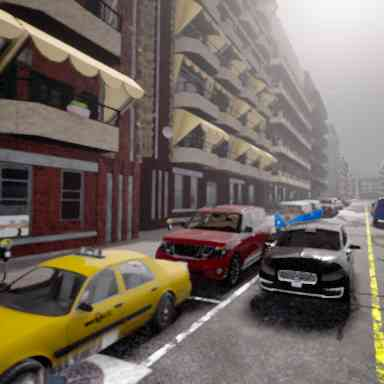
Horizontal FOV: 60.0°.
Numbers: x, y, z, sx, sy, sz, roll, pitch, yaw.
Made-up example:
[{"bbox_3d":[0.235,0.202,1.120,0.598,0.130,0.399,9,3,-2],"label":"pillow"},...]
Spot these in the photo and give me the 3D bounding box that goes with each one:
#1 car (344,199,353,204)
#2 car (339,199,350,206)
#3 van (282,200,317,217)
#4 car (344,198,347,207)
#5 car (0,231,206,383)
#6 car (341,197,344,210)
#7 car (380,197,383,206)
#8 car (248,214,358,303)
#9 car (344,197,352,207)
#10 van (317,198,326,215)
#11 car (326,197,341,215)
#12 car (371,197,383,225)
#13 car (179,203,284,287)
[{"bbox_3d":[39.224,2.380,83.503,1.802,1.307,4.206,1,0,28],"label":"car"},{"bbox_3d":[31.570,2.162,68.782,1.887,1.381,4.507,2,0,28],"label":"car"},{"bbox_3d":[6.061,1.472,19.714,1.690,1.788,3.998,2,0,28],"label":"van"},{"bbox_3d":[21.365,1.968,49.156,1.947,1.339,4.313,2,0,28],"label":"car"},{"bbox_3d":[-1.676,1.544,4.845,1.752,1.417,4.829,2,0,28],"label":"car"},{"bbox_3d":[16.268,1.622,39.340,2.192,1.841,5.009,2,0,28],"label":"car"},{"bbox_3d":[41.063,1.999,70.020,2.192,1.841,5.009,1,0,28],"label":"car"},{"bbox_3d":[3.152,1.562,8.616,1.837,1.490,4.892,0,0,27],"label":"car"},{"bbox_3d":[29.024,1.875,63.874,2.192,1.841,5.009,2,0,28],"label":"car"},{"bbox_3d":[8.613,1.514,24.622,1.690,1.788,3.998,2,0,28],"label":"van"},{"bbox_3d":[13.716,1.576,34.435,2.192,1.841,5.009,2,0,28],"label":"car"},{"bbox_3d":[15.110,1.430,25.460,2.150,2.045,5.566,0,0,28],"label":"car"},{"bbox_3d":[0.960,1.370,9.902,2.192,1.841,5.009,2,0,28],"label":"car"}]
